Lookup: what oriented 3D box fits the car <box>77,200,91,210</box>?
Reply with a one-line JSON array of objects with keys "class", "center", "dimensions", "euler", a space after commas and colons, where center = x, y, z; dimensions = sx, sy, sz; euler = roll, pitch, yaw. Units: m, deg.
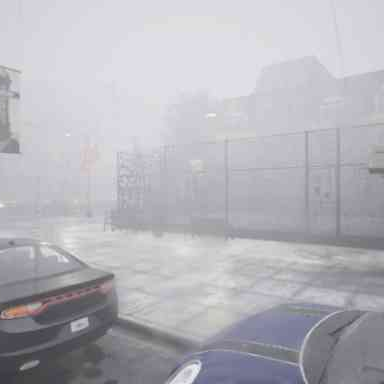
[{"class": "car", "center": [-14.829, 1.806, 48.702], "dimensions": [2.033, 1.411, 5.357], "euler": [0, 0, 35]}]

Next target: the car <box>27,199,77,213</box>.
[{"class": "car", "center": [-16.717, 1.588, 39.892], "dimensions": [2.097, 1.767, 4.553], "euler": [0, 0, 35]}]

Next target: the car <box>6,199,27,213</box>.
[{"class": "car", "center": [-20.293, 1.610, 40.887], "dimensions": [2.097, 1.767, 4.553], "euler": [0, 0, 35]}]

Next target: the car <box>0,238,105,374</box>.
[{"class": "car", "center": [-3.420, 1.518, 5.566], "dimensions": [5.008, 1.535, 2.097], "euler": [0, 0, 35]}]

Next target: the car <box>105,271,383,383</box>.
[{"class": "car", "center": [1.896, 1.351, 1.955], "dimensions": [4.553, 1.767, 2.185], "euler": [0, 0, 35]}]

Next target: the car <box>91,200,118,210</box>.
[{"class": "car", "center": [-11.660, 1.800, 47.122], "dimensions": [1.994, 1.385, 4.181], "euler": [0, 0, 35]}]
